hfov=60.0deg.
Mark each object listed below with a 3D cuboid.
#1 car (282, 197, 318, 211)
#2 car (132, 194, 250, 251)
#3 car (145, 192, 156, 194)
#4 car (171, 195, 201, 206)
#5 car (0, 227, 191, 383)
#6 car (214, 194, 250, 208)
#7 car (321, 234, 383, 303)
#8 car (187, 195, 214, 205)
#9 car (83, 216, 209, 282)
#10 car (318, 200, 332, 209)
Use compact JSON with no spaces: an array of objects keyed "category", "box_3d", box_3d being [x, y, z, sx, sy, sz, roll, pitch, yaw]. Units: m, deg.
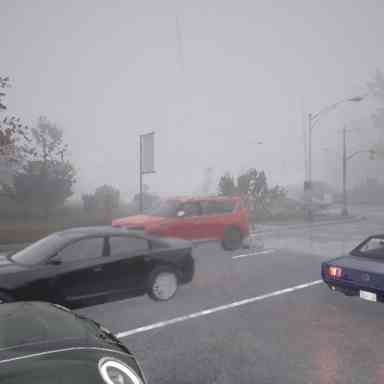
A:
[{"category":"car","box_3d":[10.947,1.291,36.839,1.837,1.490,4.892,-1,0,-39]},{"category":"car","box_3d":[-0.325,1.201,12.344,5.566,2.045,2.150,0,0,-35]},{"category":"car","box_3d":[-7.564,1.021,60.079,2.150,2.045,5.566,-1,0,-38]},{"category":"car","box_3d":[-0.969,1.287,51.752,2.128,1.511,4.902,-1,0,-38]},{"category":"car","box_3d":[-2.483,1.352,1.952,4.553,1.767,2.097,0,0,-36]},{"category":"car","box_3d":[5.245,1.142,43.967,2.097,1.767,4.553,-1,0,-39]},{"category":"car","box_3d":[4.989,1.573,7.289,4.718,1.301,1.895,0,0,-35]},{"category":"car","box_3d":[1.279,1.291,54.546,1.812,1.442,4.674,-1,0,-38]},{"category":"car","box_3d":[-2.257,1.475,6.678,5.008,1.535,1.882,0,0,-35]},{"category":"car","box_3d":[13.580,1.303,39.150,2.033,1.411,5.357,-1,0,-39]}]
